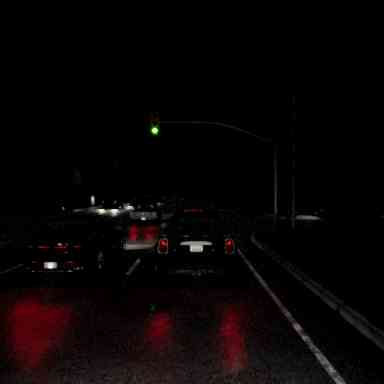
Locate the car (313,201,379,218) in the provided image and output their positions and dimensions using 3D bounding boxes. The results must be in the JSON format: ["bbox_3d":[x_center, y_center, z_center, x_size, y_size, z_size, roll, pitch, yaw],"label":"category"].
[{"bbox_3d":[13.788,1.521,29.880,5.357,1.411,2.033,0,0,-3],"label":"car"}]

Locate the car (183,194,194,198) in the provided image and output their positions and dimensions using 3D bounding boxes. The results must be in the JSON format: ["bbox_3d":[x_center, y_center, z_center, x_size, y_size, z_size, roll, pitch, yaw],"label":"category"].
[{"bbox_3d":[-0.515,1.336,76.746,1.812,1.442,4.674,0,0,-4],"label":"car"}]

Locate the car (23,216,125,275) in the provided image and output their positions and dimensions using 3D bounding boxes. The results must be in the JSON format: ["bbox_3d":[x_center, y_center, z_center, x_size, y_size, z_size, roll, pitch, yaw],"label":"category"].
[{"bbox_3d":[-3.398,1.498,10.401,1.837,1.490,4.892,0,0,0],"label":"car"}]

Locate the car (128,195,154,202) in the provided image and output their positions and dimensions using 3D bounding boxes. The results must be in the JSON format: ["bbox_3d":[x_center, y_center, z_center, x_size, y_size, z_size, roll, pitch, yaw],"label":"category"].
[{"bbox_3d":[-7.092,1.502,46.681,2.033,1.411,5.357,0,0,0],"label":"car"}]

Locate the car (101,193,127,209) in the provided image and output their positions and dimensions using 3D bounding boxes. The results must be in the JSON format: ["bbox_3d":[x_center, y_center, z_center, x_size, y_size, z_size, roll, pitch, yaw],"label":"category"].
[{"bbox_3d":[-10.592,1.308,44.541,2.097,1.767,4.553,0,0,0],"label":"car"}]

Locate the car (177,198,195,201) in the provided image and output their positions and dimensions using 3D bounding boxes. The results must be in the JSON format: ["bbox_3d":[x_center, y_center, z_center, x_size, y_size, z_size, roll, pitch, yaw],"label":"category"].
[{"bbox_3d":[0.102,1.469,24.877,2.128,1.511,4.902,0,0,0],"label":"car"}]

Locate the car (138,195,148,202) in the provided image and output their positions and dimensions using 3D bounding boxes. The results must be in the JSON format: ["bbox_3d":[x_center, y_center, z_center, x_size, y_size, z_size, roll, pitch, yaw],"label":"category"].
[{"bbox_3d":[-10.906,1.359,74.428,1.812,1.442,4.674,0,0,-2],"label":"car"}]

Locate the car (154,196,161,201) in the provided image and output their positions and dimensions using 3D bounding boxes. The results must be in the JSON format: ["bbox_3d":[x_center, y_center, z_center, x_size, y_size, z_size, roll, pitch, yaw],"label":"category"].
[{"bbox_3d":[-7.045,1.479,56.749,2.033,1.411,5.357,0,0,1],"label":"car"}]

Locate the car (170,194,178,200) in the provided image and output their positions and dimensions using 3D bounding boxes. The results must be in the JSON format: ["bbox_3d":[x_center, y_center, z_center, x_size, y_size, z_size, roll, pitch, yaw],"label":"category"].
[{"bbox_3d":[-4.734,1.246,86.222,1.837,1.490,4.892,0,0,-7],"label":"car"}]

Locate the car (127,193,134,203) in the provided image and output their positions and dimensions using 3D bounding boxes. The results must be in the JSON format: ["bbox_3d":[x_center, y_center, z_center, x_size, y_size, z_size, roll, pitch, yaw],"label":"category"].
[{"bbox_3d":[-10.560,1.161,53.982,2.150,2.045,5.566,0,0,0],"label":"car"}]

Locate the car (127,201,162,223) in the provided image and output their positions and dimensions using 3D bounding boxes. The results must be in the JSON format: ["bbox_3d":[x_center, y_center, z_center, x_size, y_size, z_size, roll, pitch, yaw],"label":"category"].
[{"bbox_3d":[-3.399,1.577,25.452,1.895,1.301,4.718,0,0,0],"label":"car"}]

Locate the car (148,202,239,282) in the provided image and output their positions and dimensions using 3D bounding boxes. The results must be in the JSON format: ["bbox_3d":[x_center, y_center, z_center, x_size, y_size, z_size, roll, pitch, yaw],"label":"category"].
[{"bbox_3d":[0.101,1.345,9.930,2.097,1.767,4.553,0,0,0],"label":"car"}]

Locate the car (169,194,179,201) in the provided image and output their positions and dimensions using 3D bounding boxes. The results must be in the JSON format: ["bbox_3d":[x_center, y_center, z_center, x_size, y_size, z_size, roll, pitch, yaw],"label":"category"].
[{"bbox_3d":[-3.976,1.304,76.054,1.882,1.535,5.008,0,0,-4],"label":"car"}]

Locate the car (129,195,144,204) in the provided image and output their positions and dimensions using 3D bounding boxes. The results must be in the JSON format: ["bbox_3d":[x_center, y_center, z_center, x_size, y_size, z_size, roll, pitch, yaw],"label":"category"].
[{"bbox_3d":[-10.590,1.392,64.205,2.128,1.511,4.902,0,0,-1],"label":"car"}]

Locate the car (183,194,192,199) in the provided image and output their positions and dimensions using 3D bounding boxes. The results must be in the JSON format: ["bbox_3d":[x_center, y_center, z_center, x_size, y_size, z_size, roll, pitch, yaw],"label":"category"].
[{"bbox_3d":[-1.251,1.129,86.661,1.994,1.385,4.181,0,0,-7],"label":"car"}]
